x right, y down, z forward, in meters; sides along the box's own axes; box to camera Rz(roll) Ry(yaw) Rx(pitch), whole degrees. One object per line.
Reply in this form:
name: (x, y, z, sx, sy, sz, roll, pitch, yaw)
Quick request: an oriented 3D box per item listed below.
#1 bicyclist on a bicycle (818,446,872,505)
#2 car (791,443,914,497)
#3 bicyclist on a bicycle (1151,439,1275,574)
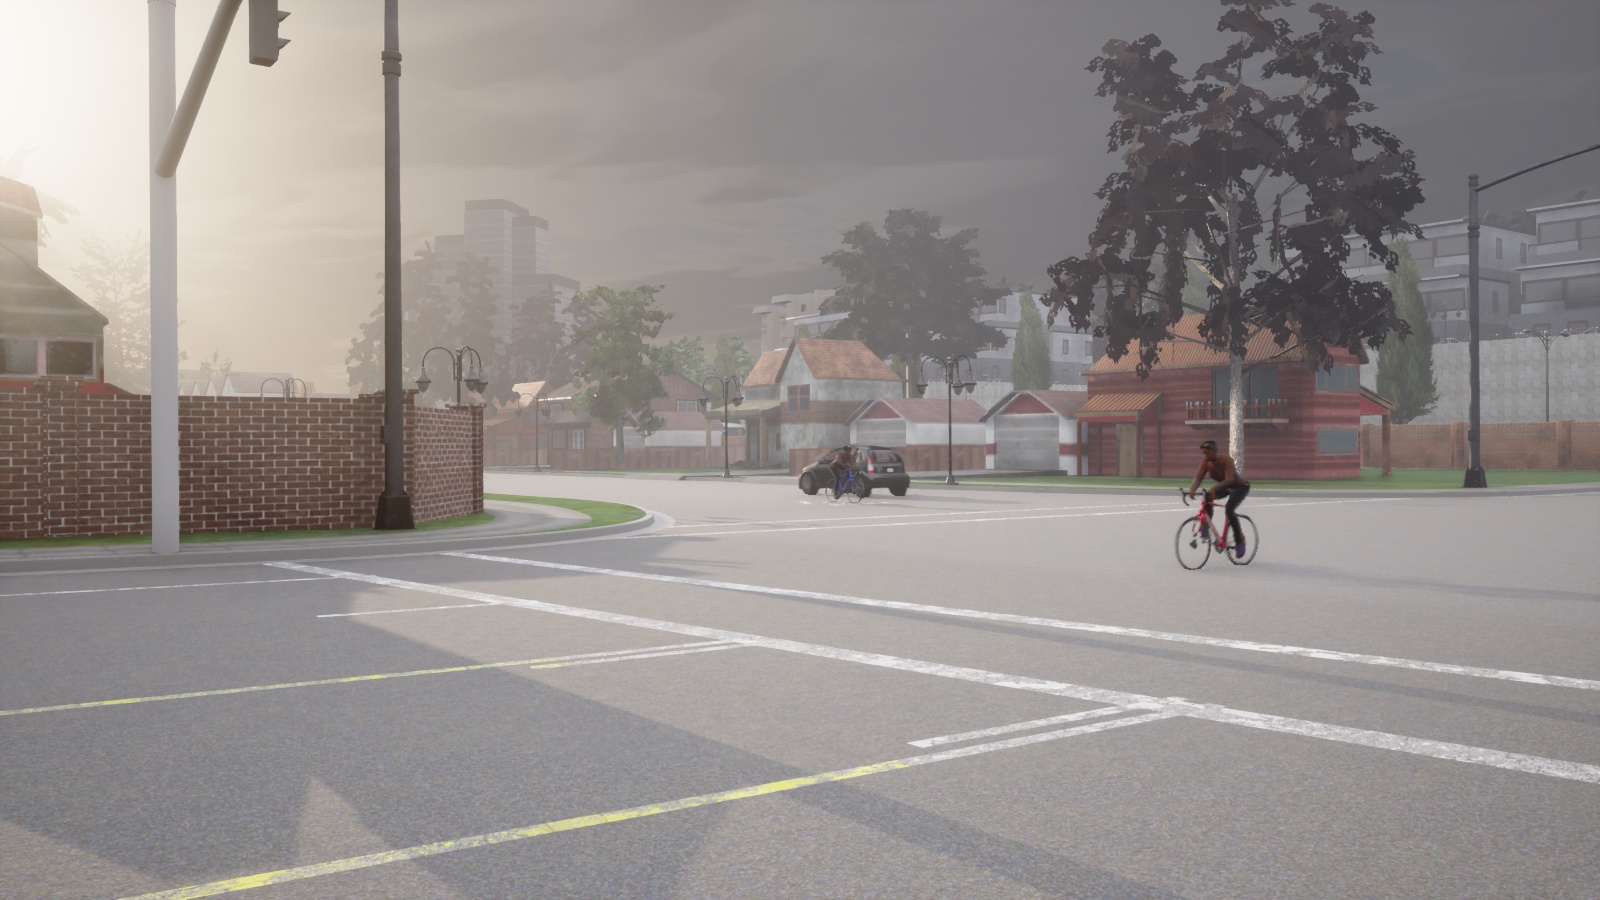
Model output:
bicyclist on a bicycle: (1.240, 0.688, 34.976, 0.582, 1.620, 1.656, -1, 1, -36)
car: (1.625, 0.610, 40.349, 1.851, 1.617, 3.988, -1, 0, -36)
bicyclist on a bicycle: (5.212, 0.678, 15.818, 1.656, 1.620, 0.582, -1, 0, -35)
